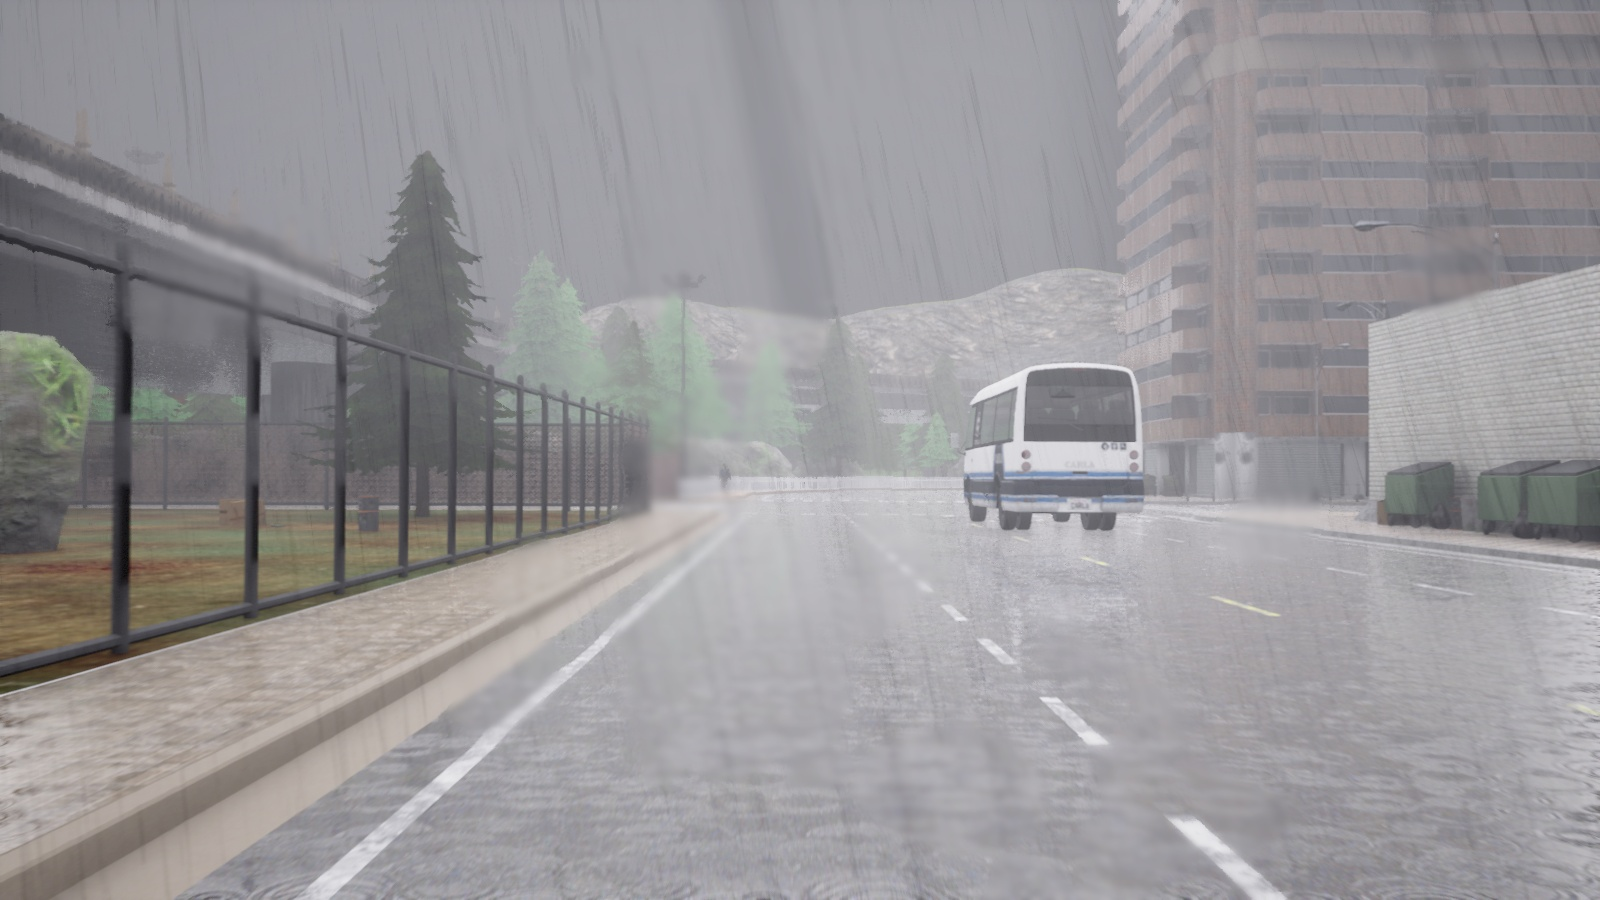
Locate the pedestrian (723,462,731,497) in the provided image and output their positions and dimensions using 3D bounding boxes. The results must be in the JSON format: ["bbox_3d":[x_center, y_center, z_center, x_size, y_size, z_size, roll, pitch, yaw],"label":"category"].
[{"bbox_3d":[-4.100,1.670,70.771,0.423,1.949,0.788,0,-1,0],"label":"pedestrian"}]

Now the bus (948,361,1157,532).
[{"bbox_3d":[6.897,0.020,36.431,3.944,4.253,10.273,0,-1,0],"label":"bus"}]
